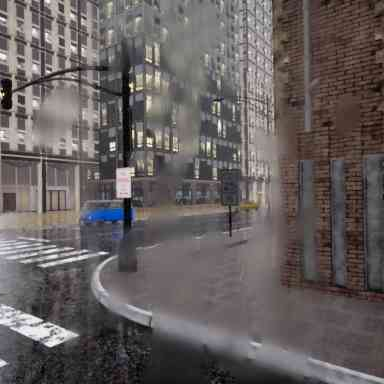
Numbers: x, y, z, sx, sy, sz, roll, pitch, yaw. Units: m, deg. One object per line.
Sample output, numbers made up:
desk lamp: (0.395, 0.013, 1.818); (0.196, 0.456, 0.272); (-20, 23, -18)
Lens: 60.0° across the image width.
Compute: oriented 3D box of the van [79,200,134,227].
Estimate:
van: (-5.953, 1.460, 23.448); (1.690, 1.788, 3.998); (-2, -1, 36)

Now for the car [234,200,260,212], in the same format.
car: (6.884, 1.689, 41.355); (1.752, 1.417, 4.829); (-2, -1, 36)
